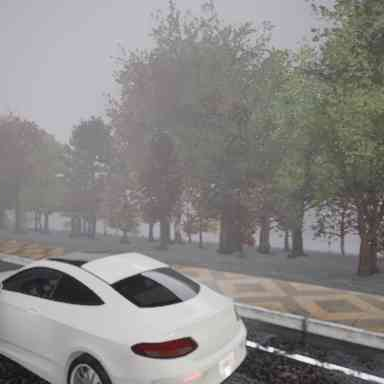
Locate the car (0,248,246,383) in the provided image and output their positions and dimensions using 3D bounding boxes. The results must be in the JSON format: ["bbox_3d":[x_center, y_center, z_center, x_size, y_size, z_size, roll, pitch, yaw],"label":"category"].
[{"bbox_3d":[-1.537,1.542,4.647,4.674,1.442,1.812,0,0,35],"label":"car"}]
